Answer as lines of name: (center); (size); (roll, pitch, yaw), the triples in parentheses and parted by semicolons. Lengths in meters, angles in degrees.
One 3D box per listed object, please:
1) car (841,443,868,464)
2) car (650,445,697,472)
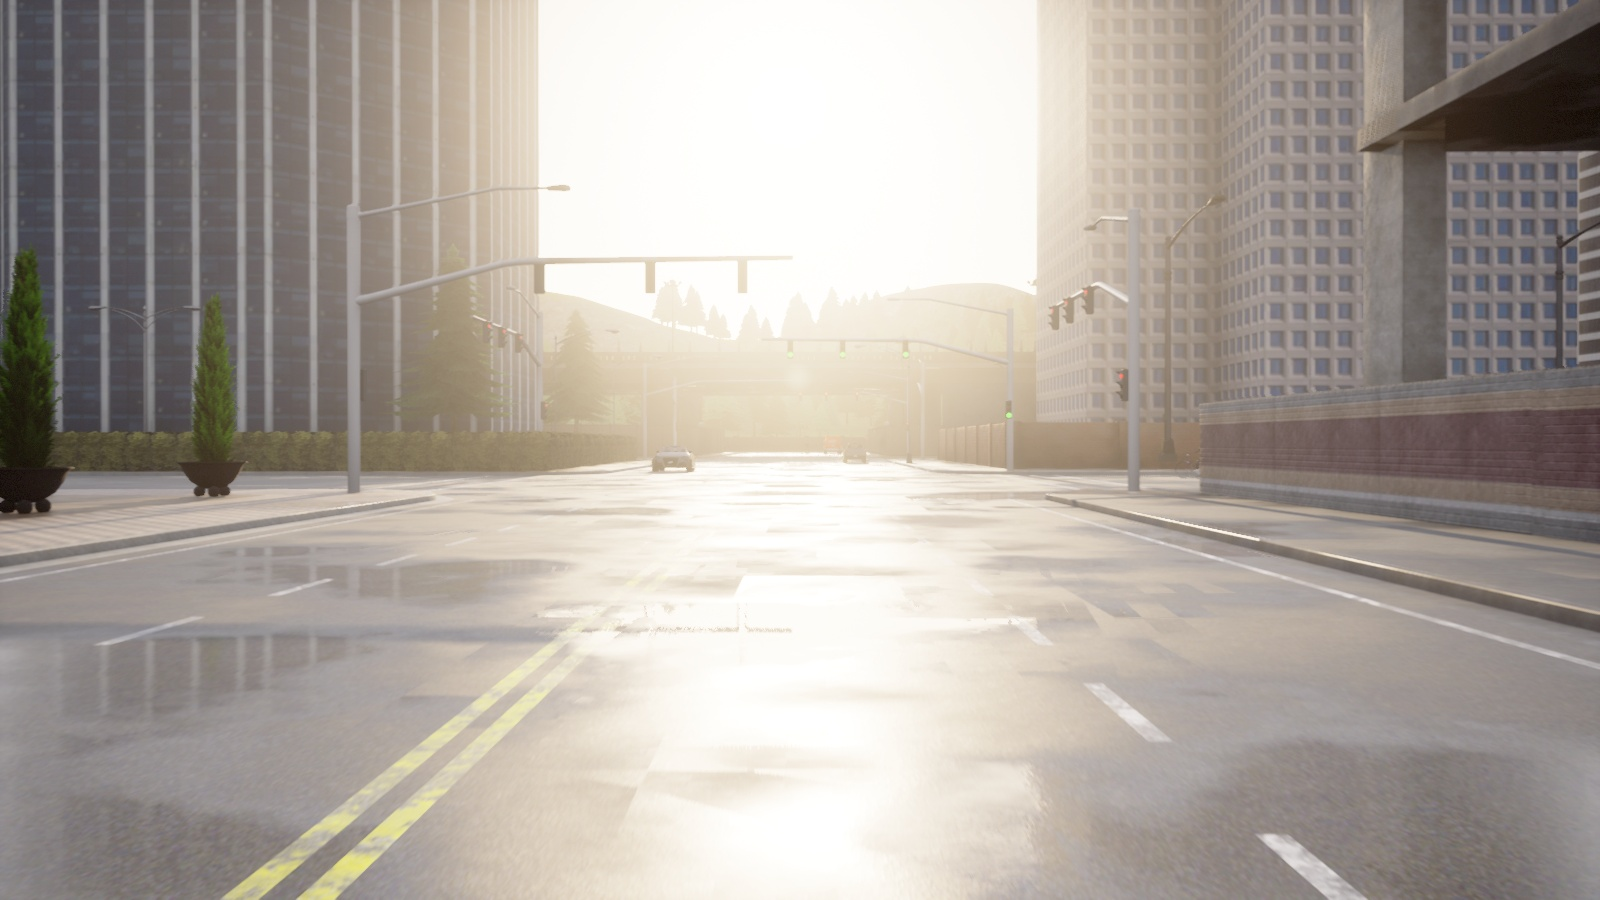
car: (4.049, 0.238, 93.219); (1.845, 1.501, 3.633); (0, 0, 0)
car: (-6.607, 0.433, 66.051); (1.994, 1.385, 4.181); (0, 0, 0)
